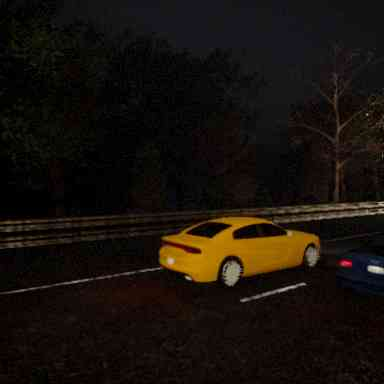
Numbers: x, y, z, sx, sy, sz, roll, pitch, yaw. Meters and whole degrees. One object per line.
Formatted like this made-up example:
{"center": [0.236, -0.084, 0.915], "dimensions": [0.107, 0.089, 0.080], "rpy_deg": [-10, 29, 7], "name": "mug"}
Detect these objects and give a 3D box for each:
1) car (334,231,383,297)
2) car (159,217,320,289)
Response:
{"center": [5.477, 1.488, 7.703], "dimensions": [5.357, 1.411, 2.033], "rpy_deg": [0, 0, -36], "name": "car"}
{"center": [1.506, 1.435, 9.156], "dimensions": [5.008, 1.535, 1.882], "rpy_deg": [0, 0, -36], "name": "car"}
